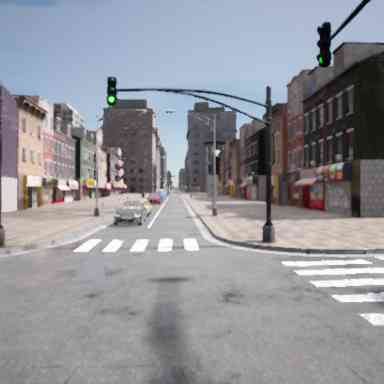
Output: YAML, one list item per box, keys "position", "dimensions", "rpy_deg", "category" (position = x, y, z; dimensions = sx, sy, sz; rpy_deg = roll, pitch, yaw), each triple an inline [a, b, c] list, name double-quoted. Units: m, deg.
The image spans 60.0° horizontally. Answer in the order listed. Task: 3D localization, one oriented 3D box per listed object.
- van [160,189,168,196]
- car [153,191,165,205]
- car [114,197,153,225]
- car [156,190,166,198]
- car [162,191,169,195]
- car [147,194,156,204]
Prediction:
- position: [-5.785, 0.462, 60.423]
  dimensions: [1.690, 1.788, 3.998]
  rpy_deg: [1, 1, -3]
  category: "van"
- position: [-4.933, 0.913, 43.504]
  dimensions: [1.887, 1.381, 4.507]
  rpy_deg: [1, 1, -3]
  category: "car"
- position: [-3.794, 1.257, 20.940]
  dimensions: [2.008, 1.369, 4.403]
  rpy_deg: [1, 1, -3]
  category: "car"
- position: [-5.219, 0.849, 49.144]
  dimensions: [1.947, 1.339, 4.313]
  rpy_deg: [1, 1, -3]
  category: "car"
- position: [-7.502, 0.268, 94.270]
  dimensions: [1.802, 1.307, 4.206]
  rpy_deg: [1, 1, -3]
  category: "car"
- position: [-4.070, 1.151, 26.411]
  dimensions: [1.752, 1.417, 4.829]
  rpy_deg: [1, 1, -3]
  category: "car"
